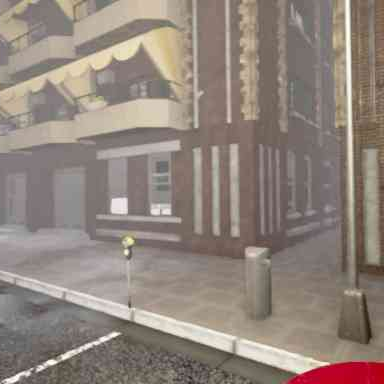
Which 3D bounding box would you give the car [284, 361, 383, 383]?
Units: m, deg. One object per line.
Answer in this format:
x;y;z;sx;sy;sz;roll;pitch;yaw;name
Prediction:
2.399;1.545;1.180;4.507;1.381;1.887;0;-1;35;car
